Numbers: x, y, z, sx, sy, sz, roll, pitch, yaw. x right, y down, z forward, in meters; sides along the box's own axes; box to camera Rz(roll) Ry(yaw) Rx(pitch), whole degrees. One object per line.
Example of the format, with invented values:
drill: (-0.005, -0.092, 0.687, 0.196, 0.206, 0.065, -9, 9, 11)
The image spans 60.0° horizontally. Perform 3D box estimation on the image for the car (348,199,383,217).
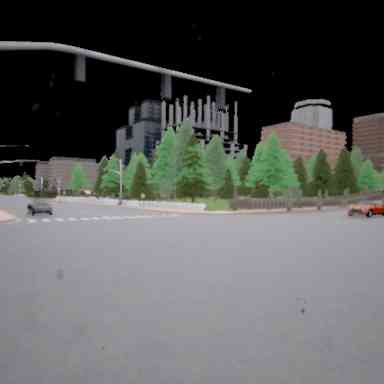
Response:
car: (17.899, 1.588, 33.928, 4.553, 1.767, 2.097, 0, 0, -35)

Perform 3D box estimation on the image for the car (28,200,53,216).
car: (-15.311, 1.554, 33.493, 1.837, 1.490, 4.892, 0, 0, -33)
